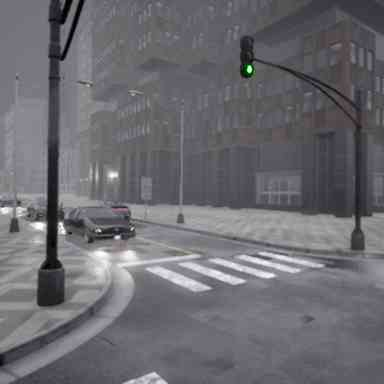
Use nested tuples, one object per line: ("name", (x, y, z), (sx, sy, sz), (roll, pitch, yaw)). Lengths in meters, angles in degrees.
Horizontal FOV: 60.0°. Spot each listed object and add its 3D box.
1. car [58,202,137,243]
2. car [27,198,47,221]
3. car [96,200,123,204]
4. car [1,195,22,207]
("car", (-4.490, 1.386, 15.411), (2.033, 1.411, 5.357), (1, 0, -35))
("car", (-10.690, 1.197, 24.172), (1.837, 1.490, 4.892), (1, 1, -35))
("car", (-5.828, 1.285, 22.669), (2.128, 1.511, 4.902), (1, 0, -35))
("car", (-21.394, 1.044, 39.383), (1.895, 1.301, 4.718), (1, 0, -35))
